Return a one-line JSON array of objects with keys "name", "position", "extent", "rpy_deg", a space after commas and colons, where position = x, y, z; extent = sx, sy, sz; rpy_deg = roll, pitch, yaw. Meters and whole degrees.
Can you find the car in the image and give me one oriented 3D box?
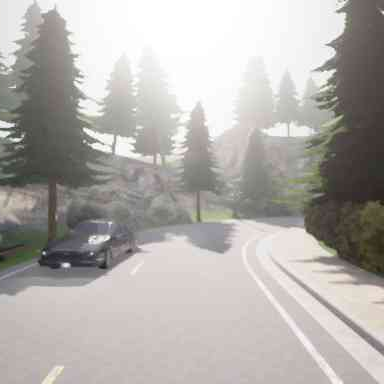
[{"name": "car", "position": [-3.330, 1.703, 11.966], "extent": [2.033, 1.411, 5.357], "rpy_deg": [0, -1, 5]}]
